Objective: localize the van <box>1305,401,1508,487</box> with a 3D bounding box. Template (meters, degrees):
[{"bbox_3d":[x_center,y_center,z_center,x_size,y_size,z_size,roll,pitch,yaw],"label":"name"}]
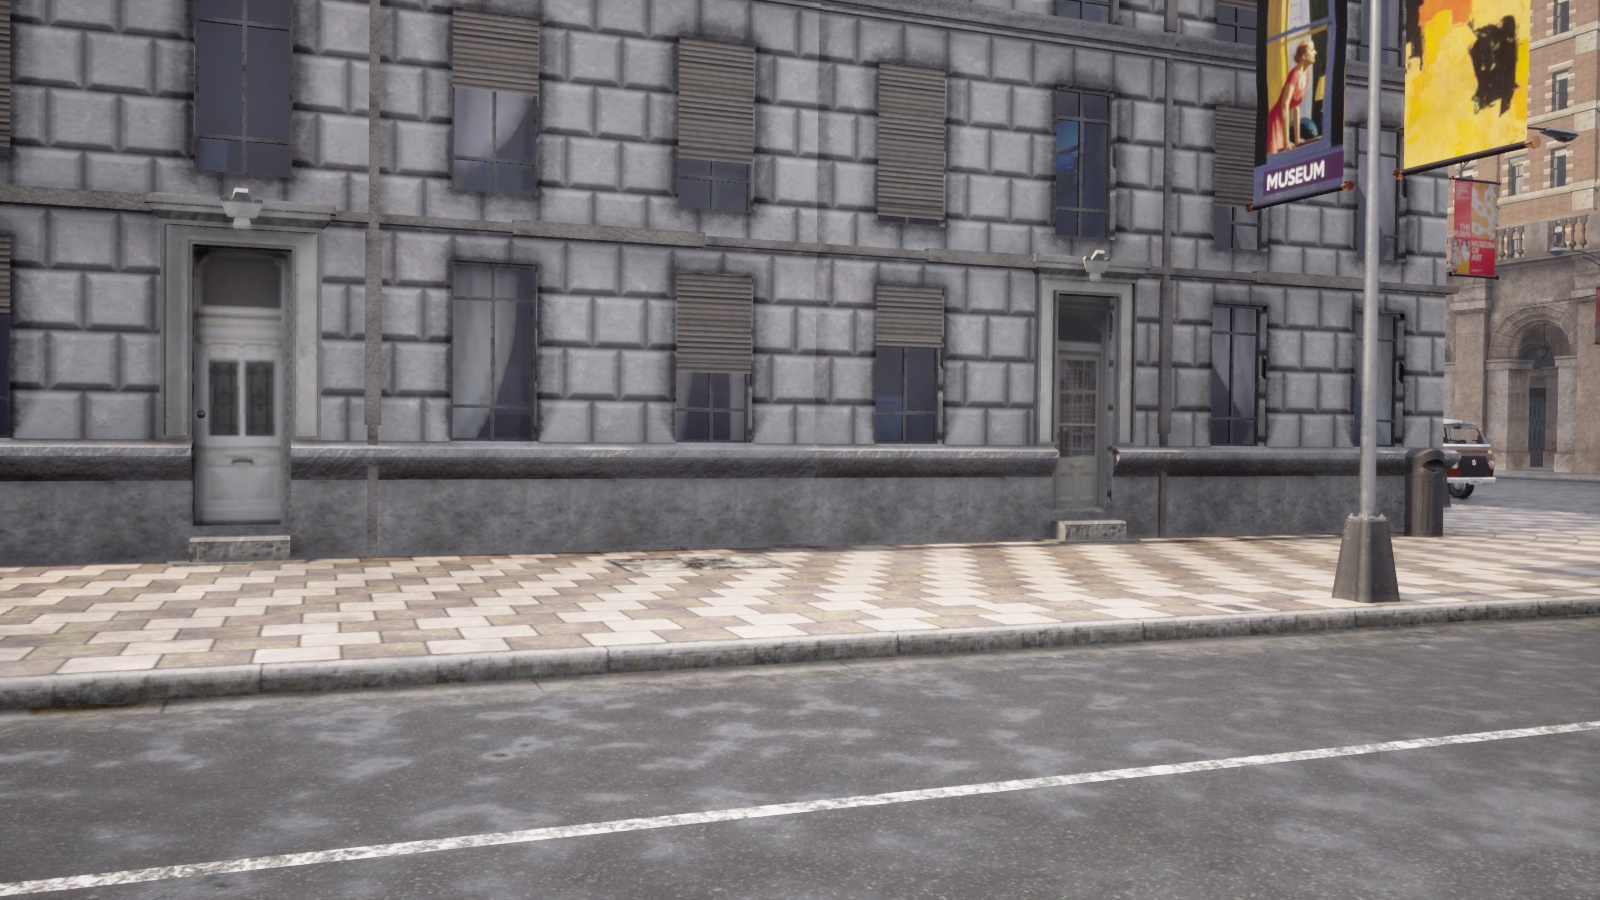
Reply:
[{"bbox_3d":[15.431,-0.172,32.246,2.069,2.038,4.480,-1,1,-21],"label":"van"}]
